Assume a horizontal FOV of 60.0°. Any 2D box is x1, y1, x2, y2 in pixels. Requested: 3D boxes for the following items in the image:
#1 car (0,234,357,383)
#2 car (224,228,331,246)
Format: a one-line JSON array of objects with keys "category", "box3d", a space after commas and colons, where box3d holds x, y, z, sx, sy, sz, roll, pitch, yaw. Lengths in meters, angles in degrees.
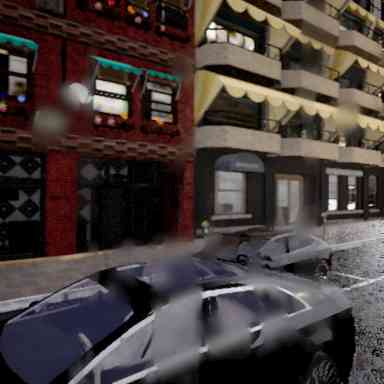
[{"category": "car", "box3d": [-0.452, 1.486, 3.028, 4.902, 1.511, 2.128, 0, 0, -35]}, {"category": "car", "box3d": [1.467, 1.550, 7.593, 4.313, 1.339, 1.947, 0, 1, -35]}]
